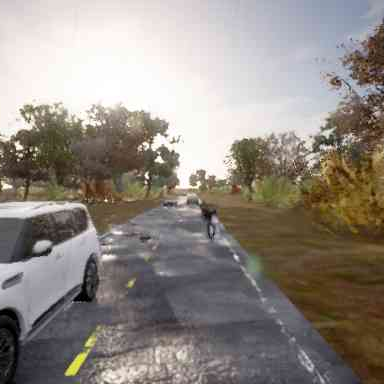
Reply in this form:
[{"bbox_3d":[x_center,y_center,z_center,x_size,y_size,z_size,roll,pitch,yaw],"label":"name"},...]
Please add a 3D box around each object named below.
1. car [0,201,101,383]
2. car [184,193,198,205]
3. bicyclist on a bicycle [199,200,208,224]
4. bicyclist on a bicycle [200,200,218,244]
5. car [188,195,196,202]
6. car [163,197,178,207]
[{"bbox_3d":[-3.100,1.210,5.264,2.150,2.045,5.566,0,0,0],"label":"car"},{"bbox_3d":[0.109,1.343,55.384,2.128,1.511,4.902,0,0,0],"label":"car"},{"bbox_3d":[0.832,1.398,23.530,0.582,1.620,1.656,0,0,0],"label":"bicyclist on a bicycle"},{"bbox_3d":[0.829,1.338,14.573,0.659,1.776,1.843,0,0,0],"label":"bicyclist on a bicycle"},{"bbox_3d":[0.013,1.386,73.815,1.895,1.301,4.718,0,0,0],"label":"car"},{"bbox_3d":[-3.063,1.440,48.006,1.994,1.385,4.181,0,0,0],"label":"car"}]
